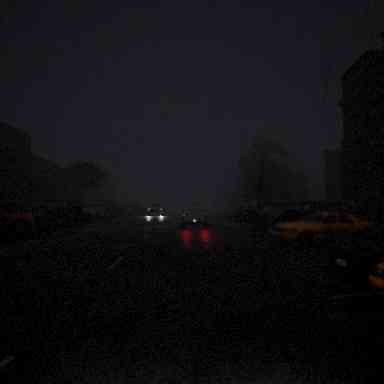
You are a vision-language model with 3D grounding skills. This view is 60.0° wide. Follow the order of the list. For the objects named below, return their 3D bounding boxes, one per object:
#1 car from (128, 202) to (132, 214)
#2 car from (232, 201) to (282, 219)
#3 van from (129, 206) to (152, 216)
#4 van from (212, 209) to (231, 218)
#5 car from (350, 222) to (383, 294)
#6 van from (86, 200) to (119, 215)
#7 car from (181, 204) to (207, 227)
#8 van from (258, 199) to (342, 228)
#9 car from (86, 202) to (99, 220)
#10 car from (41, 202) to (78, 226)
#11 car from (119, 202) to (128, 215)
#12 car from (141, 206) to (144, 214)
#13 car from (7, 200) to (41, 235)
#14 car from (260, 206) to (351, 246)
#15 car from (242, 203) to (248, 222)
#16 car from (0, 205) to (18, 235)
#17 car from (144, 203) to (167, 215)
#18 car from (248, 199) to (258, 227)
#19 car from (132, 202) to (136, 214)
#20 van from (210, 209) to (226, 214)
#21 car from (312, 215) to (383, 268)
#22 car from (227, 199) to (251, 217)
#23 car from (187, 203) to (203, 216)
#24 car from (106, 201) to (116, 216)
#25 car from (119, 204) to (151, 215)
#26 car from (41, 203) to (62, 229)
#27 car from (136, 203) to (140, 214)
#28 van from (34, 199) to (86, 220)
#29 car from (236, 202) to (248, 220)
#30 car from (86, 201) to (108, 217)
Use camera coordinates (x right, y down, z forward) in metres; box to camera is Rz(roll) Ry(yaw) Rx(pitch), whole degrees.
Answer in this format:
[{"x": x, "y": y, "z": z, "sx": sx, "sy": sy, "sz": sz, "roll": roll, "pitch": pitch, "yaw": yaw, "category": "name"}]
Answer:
[{"x": -11.131, "y": 2.360, "z": 45.219, "sx": 4.892, "sy": 1.521, "sz": 2.231, "roll": 0, "pitch": -3, "yaw": -19, "category": "car"}, {"x": 6.597, "y": 1.832, "z": 33.970, "sx": 4.553, "sy": 1.767, "sz": 2.185, "roll": 1, "pitch": -2, "yaw": -19, "category": "car"}, {"x": -10.639, "y": 3.920, "z": 68.644, "sx": 4.442, "sy": 1.987, "sz": 1.878, "roll": 1, "pitch": -6, "yaw": -19, "category": "van"}, {"x": 7.543, "y": 5.524, "z": 85.671, "sx": 4.442, "sy": 1.987, "sz": 1.878, "roll": 3, "pitch": -6, "yaw": -19, "category": "van"}, {"x": 6.232, "y": 1.522, "z": 6.963, "sx": 5.366, "sy": 1.575, "sz": 1.946, "roll": 1, "pitch": 0, "yaw": -20, "category": "car"}, {"x": -11.308, "y": 1.882, "z": 39.336, "sx": 4.442, "sy": 1.987, "sz": 1.878, "roll": 0, "pitch": -2, "yaw": -19, "category": "van"}, {"x": 0.183, "y": 1.791, "z": 25.120, "sx": 1.812, "sy": 1.442, "sz": 4.674, "roll": 0, "pitch": -1, "yaw": 0, "category": "car"}, {"x": 6.346, "y": 1.428, "z": 18.955, "sx": 4.442, "sy": 1.987, "sz": 1.878, "roll": 1, "pitch": -1, "yaw": -20, "category": "van"}, {"x": -11.284, "y": 1.901, "z": 30.578, "sx": 4.674, "sy": 1.452, "sz": 2.002, "roll": 0, "pitch": -2, "yaw": -20, "category": "car"}, {"x": -11.333, "y": 1.736, "z": 24.710, "sx": 5.008, "sy": 1.535, "sz": 2.097, "roll": 0, "pitch": -1, "yaw": -20, "category": "car"}, {"x": -11.168, "y": 2.223, "z": 42.296, "sx": 5.008, "sy": 1.535, "sz": 2.097, "roll": 0, "pitch": -2, "yaw": -19, "category": "car"}, {"x": -10.946, "y": 3.105, "z": 56.889, "sx": 4.892, "sy": 1.521, "sz": 2.231, "roll": 1, "pitch": -4, "yaw": -19, "category": "car"}, {"x": -11.334, "y": 1.508, "z": 18.851, "sx": 4.553, "sy": 1.767, "sz": 2.185, "roll": 0, "pitch": -1, "yaw": -20, "category": "car"}, {"x": 6.263, "y": 1.610, "z": 15.936, "sx": 5.366, "sy": 1.575, "sz": 1.946, "roll": 1, "pitch": 0, "yaw": -20, "category": "car"}, {"x": 6.485, "y": 1.798, "z": 24.981, "sx": 4.674, "sy": 1.452, "sz": 2.002, "roll": 1, "pitch": -1, "yaw": -19, "category": "car"}, {"x": -11.372, "y": 1.595, "z": 15.911, "sx": 4.892, "sy": 1.521, "sz": 2.231, "roll": -1, "pitch": -1, "yaw": -20, "category": "car"}, {"x": -4.717, "y": 2.242, "z": 44.323, "sx": 2.097, "sy": 1.767, "sz": 4.553, "roll": 0, "pitch": -3, "yaw": 1, "category": "car"}, {"x": 6.440, "y": 1.578, "z": 21.984, "sx": 4.553, "sy": 1.767, "sz": 2.185, "roll": 1, "pitch": -1, "yaw": -20, "category": "car"}, {"x": -11.259, "y": 2.511, "z": 48.073, "sx": 5.366, "sy": 1.575, "sz": 1.946, "roll": 0, "pitch": -3, "yaw": -19, "category": "car"}, {"x": 7.262, "y": 5.237, "z": 82.657, "sx": 4.442, "sy": 1.987, "sz": 1.878, "roll": 3, "pitch": -5, "yaw": -19, "category": "van"}, {"x": 6.386, "y": 1.581, "z": 10.005, "sx": 4.792, "sy": 1.488, "sz": 2.163, "roll": 1, "pitch": 0, "yaw": -20, "category": "car"}, {"x": 6.519, "y": 1.633, "z": 30.954, "sx": 5.566, "sy": 2.045, "sz": 2.435, "roll": 1, "pitch": -1, "yaw": -19, "category": "car"}, {"x": 0.427, "y": 2.228, "z": 42.455, "sx": 1.882, "sy": 1.535, "sz": 5.008, "roll": 0, "pitch": -3, "yaw": 2, "category": "car"}, {"x": -11.198, "y": 2.041, "z": 36.449, "sx": 4.792, "sy": 1.488, "sz": 2.163, "roll": 0, "pitch": -2, "yaw": -19, "category": "car"}, {"x": -10.833, "y": 3.349, "z": 62.768, "sx": 5.566, "sy": 2.045, "sz": 2.435, "roll": 1, "pitch": -5, "yaw": -19, "category": "car"}, {"x": -11.319, "y": 1.712, "z": 21.792, "sx": 4.792, "sy": 1.488, "sz": 2.163, "roll": 0, "pitch": -1, "yaw": -20, "category": "car"}, {"x": -11.052, "y": 2.694, "z": 51.058, "sx": 4.892, "sy": 1.521, "sz": 2.231, "roll": 0, "pitch": -4, "yaw": -19, "category": "car"}, {"x": -11.416, "y": 1.571, "z": 27.609, "sx": 4.442, "sy": 1.987, "sz": 1.878, "roll": 0, "pitch": -1, "yaw": -20, "category": "van"}, {"x": 6.540, "y": 1.849, "z": 27.985, "sx": 4.792, "sy": 1.488, "sz": 2.163, "roll": 1, "pitch": -2, "yaw": -19, "category": "car"}, {"x": -11.258, "y": 1.972, "z": 33.516, "sx": 4.674, "sy": 1.452, "sz": 2.002, "roll": 0, "pitch": -2, "yaw": -19, "category": "car"}]
